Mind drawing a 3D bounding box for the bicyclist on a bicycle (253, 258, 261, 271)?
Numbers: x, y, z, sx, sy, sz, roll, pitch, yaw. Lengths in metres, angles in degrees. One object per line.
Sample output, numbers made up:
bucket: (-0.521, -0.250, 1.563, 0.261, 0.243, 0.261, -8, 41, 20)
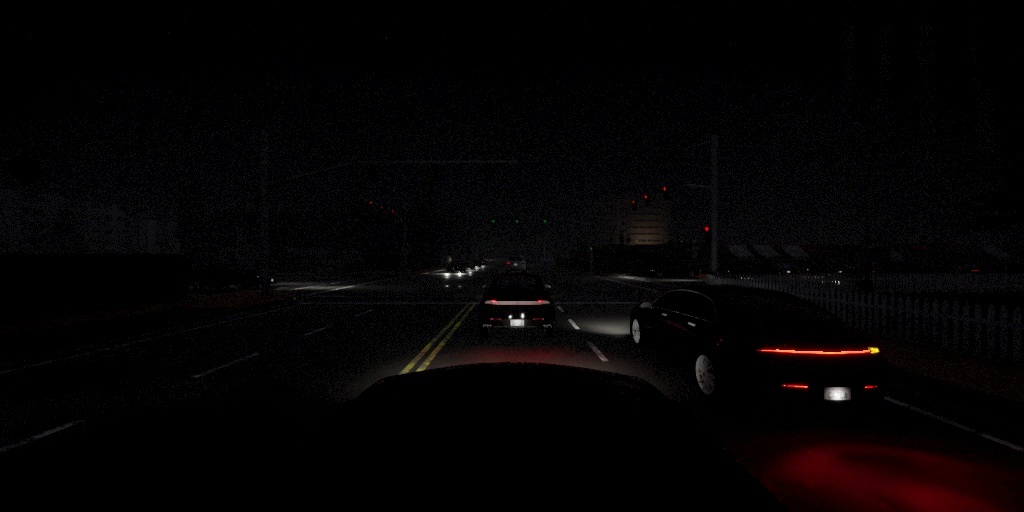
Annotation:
bicyclist on a bicycle: (-26.163, 1.051, 36.762, 0.582, 1.620, 1.656, 0, 0, -3)

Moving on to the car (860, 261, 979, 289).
car: (25.814, 1.241, 22.854, 4.902, 1.511, 2.128, 0, 0, -1)

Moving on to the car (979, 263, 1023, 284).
car: (36.962, 1.255, 26.562, 4.892, 1.490, 1.837, 0, 0, -1)

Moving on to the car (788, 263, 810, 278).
car: (24.670, 1.297, 33.534, 5.357, 1.411, 2.033, 0, 0, -1)

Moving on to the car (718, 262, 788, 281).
car: (19.625, 1.241, 29.938, 4.902, 1.511, 2.128, 0, 0, -1)

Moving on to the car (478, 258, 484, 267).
car: (-6.653, 1.314, 64.136, 1.994, 1.385, 4.181, 0, 0, 1)

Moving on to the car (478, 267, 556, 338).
car: (0.133, 1.242, 10.243, 2.128, 1.511, 4.902, 0, 0, 0)

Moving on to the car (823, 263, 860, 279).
car: (28.885, 1.276, 30.102, 4.674, 1.442, 1.812, 0, 0, -1)

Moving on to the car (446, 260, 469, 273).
car: (-6.830, 1.255, 44.270, 1.837, 1.490, 4.892, 0, 0, 0)

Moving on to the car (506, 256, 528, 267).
car: (0.453, 0.971, 41.142, 2.150, 2.045, 5.566, 0, 0, 1)

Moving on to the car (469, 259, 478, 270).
car: (-6.759, 1.276, 54.093, 1.812, 1.442, 4.674, 0, 0, 1)

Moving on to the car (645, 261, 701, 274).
car: (14.931, 1.255, 33.416, 4.892, 1.490, 1.837, 0, 0, 1)

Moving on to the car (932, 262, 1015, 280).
car: (38.885, 1.276, 30.282, 4.674, 1.442, 1.812, 0, 0, -1)

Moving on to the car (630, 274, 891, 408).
car: (3.588, 1.255, 6.337, 1.837, 1.490, 4.892, 0, 0, 1)

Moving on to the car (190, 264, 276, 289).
car: (-17.363, 1.241, 22.226, 4.902, 1.511, 2.128, 0, 0, -2)
